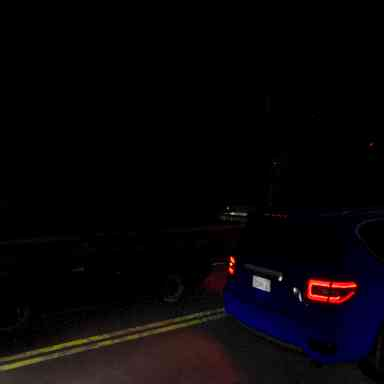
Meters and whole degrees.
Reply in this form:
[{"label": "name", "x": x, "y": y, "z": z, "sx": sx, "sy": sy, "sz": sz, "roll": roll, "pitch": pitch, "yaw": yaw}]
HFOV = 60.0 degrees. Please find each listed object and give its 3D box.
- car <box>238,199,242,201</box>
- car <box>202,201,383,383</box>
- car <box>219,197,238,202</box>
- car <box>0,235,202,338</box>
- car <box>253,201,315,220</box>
[{"label": "car", "x": 5.928, "y": 1.477, "z": 53.478, "sx": 1.882, "sy": 1.535, "sz": 5.008, "roll": 0, "pitch": 0, "yaw": -31}, {"label": "car", "x": 3.109, "y": 1.221, "z": 5.558, "sx": 5.566, "sy": 2.045, "sz": 2.150, "roll": 0, "pitch": 0, "yaw": -33}, {"label": "car", "x": 2.656, "y": 1.491, "z": 38.116, "sx": 2.128, "sy": 1.511, "sz": 4.902, "roll": 0, "pitch": 0, "yaw": -31}, {"label": "car", "x": -2.018, "y": 1.601, "z": 6.702, "sx": 4.718, "sy": 1.301, "sz": 1.895, "roll": 0, "pitch": 0, "yaw": -33}, {"label": "car", "x": 7.942, "y": 1.547, "z": 29.232, "sx": 2.033, "sy": 1.411, "sz": 5.357, "roll": 0, "pitch": 0, "yaw": -31}]
